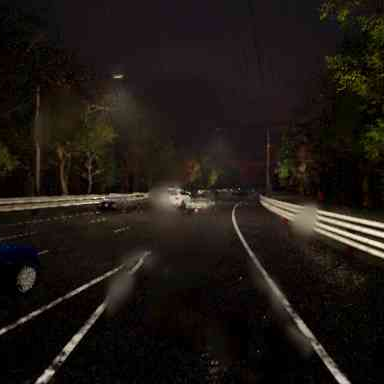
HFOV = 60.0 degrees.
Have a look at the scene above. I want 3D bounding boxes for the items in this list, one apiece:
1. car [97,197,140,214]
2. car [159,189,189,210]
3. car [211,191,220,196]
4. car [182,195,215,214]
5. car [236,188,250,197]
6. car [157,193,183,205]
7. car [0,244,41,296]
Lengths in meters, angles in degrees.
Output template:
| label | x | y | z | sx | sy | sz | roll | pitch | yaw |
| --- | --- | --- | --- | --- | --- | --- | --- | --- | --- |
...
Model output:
| label | x | y | z | sx | sy | sz | roll | pitch | yaw |
| --- | --- | --- | --- | --- | --- | --- | --- | --- | --- |
| car | -6.419 | 1.104 | 29.518 | 2.033 | 1.411 | 5.357 | 1 | 1 | 13 |
| car | -1.669 | 0.748 | 34.631 | 2.150 | 2.045 | 5.566 | 1 | 1 | 13 |
| car | 5.986 | 0.358 | 84.425 | 1.812 | 1.442 | 4.674 | 1 | 1 | 13 |
| car | 0.851 | 1.215 | 29.939 | 1.895 | 1.301 | 4.718 | 1 | 1 | 13 |
| car | 12.865 | 0.390 | 83.109 | 1.882 | 1.535 | 5.008 | 1 | 1 | 13 |
| car | -2.893 | 0.905 | 45.122 | 2.033 | 1.411 | 5.357 | 1 | 1 | 13 |
| car | -4.674 | 1.383 | 5.485 | 1.882 | 1.535 | 5.008 | 1 | 1 | 13 |
